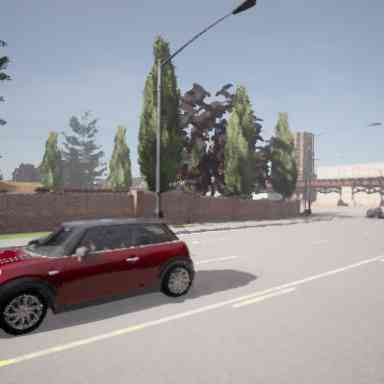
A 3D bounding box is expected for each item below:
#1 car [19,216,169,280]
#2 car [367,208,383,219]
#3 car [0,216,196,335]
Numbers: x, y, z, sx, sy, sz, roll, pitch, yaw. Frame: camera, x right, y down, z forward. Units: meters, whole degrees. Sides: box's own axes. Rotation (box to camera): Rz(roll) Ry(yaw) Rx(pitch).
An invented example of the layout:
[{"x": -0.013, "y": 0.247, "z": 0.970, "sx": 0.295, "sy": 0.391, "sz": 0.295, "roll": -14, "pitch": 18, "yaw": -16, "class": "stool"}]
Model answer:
[{"x": -3.030, "y": 1.596, "z": 10.681, "sx": 4.181, "sy": 1.385, "sz": 1.994, "roll": 0, "pitch": 0, "yaw": -38, "class": "car"}, {"x": 24.403, "y": 2.868, "z": 44.401, "sx": 2.033, "sy": 1.411, "sz": 5.357, "roll": 0, "pitch": -2, "yaw": 25, "class": "car"}, {"x": -2.181, "y": 1.372, "z": 6.924, "sx": 4.553, "sy": 1.767, "sz": 2.097, "roll": 0, "pitch": 0, "yaw": -38, "class": "car"}]
